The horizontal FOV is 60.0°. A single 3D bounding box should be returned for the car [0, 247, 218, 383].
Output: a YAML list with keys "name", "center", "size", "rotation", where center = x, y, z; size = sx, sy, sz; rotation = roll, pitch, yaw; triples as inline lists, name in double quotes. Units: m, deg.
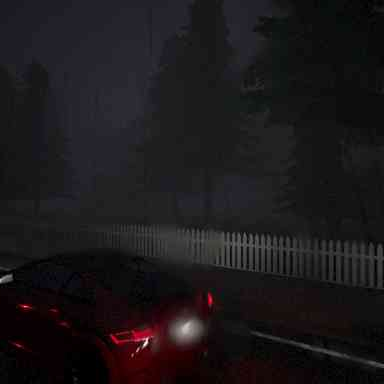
- name: "car"
  center: [-1.709, 1.564, 4.996]
  size: [4.181, 1.385, 1.994]
  rotation: [0, 0, 35]
